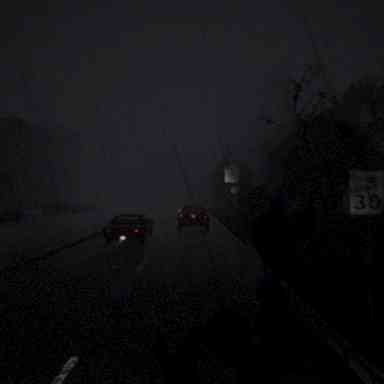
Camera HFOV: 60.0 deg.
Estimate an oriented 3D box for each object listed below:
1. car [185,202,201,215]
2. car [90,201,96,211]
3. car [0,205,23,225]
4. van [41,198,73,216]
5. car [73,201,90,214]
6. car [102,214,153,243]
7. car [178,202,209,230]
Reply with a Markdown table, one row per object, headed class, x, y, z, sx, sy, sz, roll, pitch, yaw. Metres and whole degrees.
| class | x | y | z | sx | sy | sz | roll | pitch | yaw |
| --- | --- | --- | --- | --- | --- | --- | --- | --- | --- |
| car | 0.098 | 1.994 | 41.005 | 1.837 | 1.490 | 4.892 | 0 | -1 | 0 |
| car | -15.600 | 2.087 | 49.051 | 2.002 | 1.452 | 4.674 | -2 | -1 | 0 |
| car | -15.527 | 1.820 | 27.014 | 2.002 | 1.452 | 4.674 | 0 | -1 | 0 |
| van | -15.554 | 1.687 | 37.947 | 1.878 | 1.987 | 4.442 | 0 | -1 | 0 |
| car | -15.569 | 2.010 | 43.556 | 2.163 | 1.488 | 4.792 | 0 | -1 | 0 |
| car | -3.150 | 1.809 | 17.348 | 1.895 | 1.301 | 4.718 | 0 | -1 | 0 |
| car | 0.098 | 1.633 | 23.517 | 2.097 | 1.767 | 4.553 | 0 | -1 | 0 |
